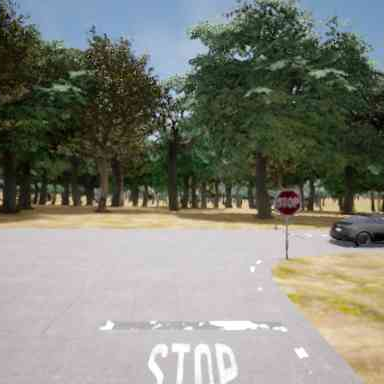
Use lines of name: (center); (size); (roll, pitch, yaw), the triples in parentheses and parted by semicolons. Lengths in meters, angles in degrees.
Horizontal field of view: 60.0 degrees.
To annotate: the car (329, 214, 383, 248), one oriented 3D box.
car: (8.582, 1.714, 15.355); (4.181, 1.385, 1.994); (1, 1, -9)
